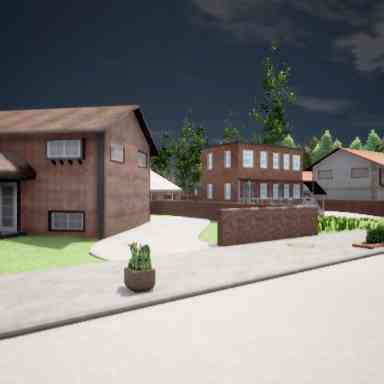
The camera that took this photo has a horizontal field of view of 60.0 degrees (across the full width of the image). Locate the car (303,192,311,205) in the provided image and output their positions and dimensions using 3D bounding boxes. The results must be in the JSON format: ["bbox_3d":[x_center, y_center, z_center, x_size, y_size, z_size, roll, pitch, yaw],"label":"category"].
[{"bbox_3d":[9.233,0.952,30.151,3.866,1.878,1.905,0,0,-35],"label":"car"}]
